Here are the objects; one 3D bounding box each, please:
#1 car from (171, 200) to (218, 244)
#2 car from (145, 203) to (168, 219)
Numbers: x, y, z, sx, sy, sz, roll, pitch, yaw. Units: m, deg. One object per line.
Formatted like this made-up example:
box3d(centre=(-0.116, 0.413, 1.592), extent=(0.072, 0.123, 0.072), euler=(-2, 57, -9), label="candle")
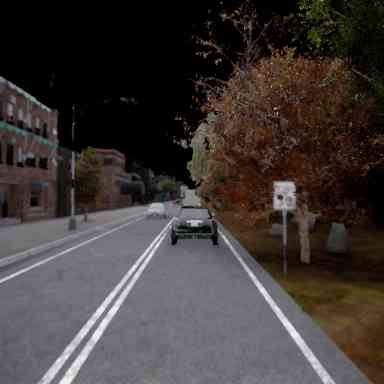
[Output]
box3d(centre=(0.114, 1.432, 16.471), extent=(2.097, 1.767, 4.553), euler=(0, 0, 0), label="car")
box3d(centre=(-3.293, 1.781, 31.877), extent=(1.812, 1.442, 4.674), euler=(0, -1, 0), label="car")
